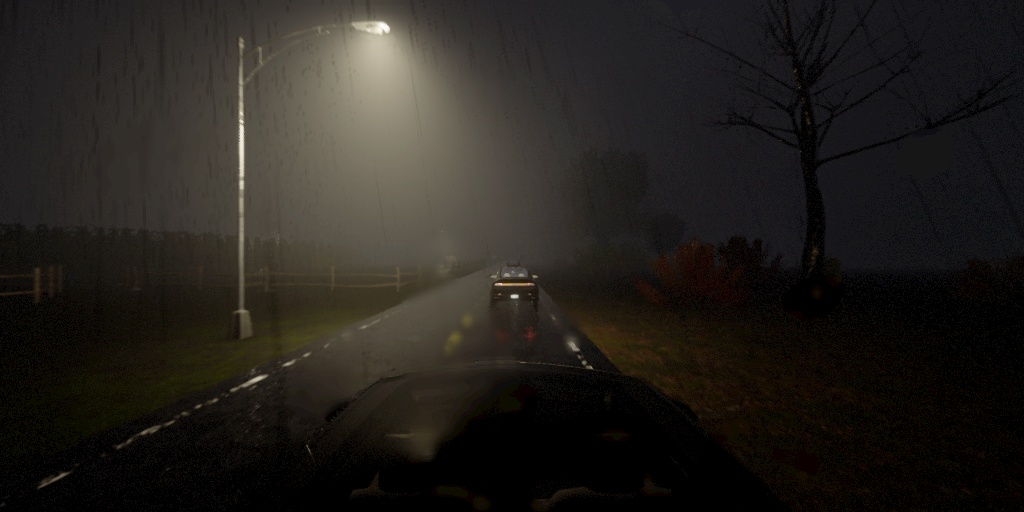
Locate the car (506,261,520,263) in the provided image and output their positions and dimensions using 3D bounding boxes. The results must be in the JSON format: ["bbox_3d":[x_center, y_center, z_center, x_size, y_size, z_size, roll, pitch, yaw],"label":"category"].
[{"bbox_3d":[0.088,1.265,34.829,2.128,1.511,4.902,0,0,0],"label":"car"}]

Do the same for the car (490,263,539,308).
[{"bbox_3d":[0.095,1.245,15.311,2.128,1.511,4.902,0,0,0],"label":"car"}]
